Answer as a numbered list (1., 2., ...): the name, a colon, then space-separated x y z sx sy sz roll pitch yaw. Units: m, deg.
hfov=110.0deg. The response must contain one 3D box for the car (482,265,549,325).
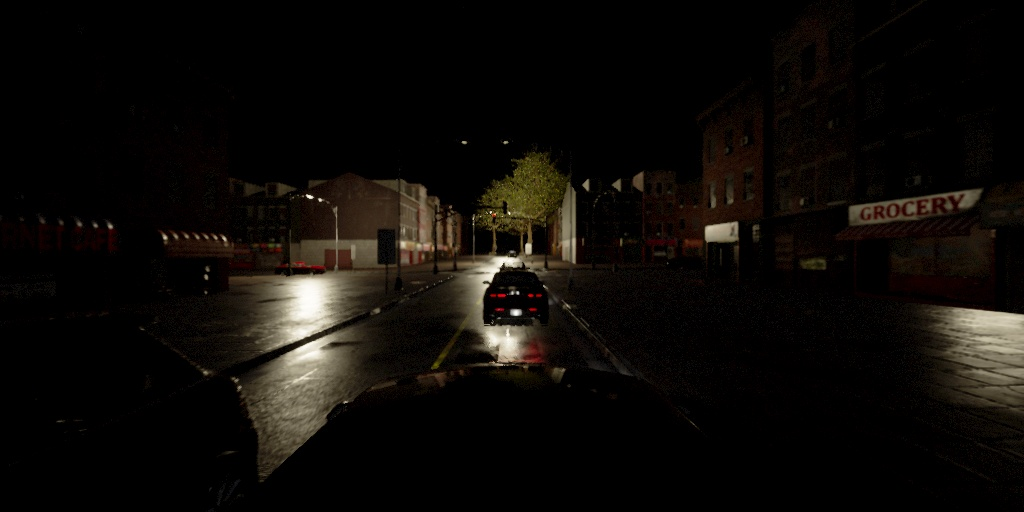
1. car: 0.095 1.205 11.615 1.837 1.490 4.892 0 0 0

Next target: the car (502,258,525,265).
1. car: 0.100 1.071 22.207 2.128 1.511 4.902 0 1 0

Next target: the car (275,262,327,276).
1. car: -20.365 1.253 34.712 4.507 1.381 1.888 0 0 0

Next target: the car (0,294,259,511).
1. car: -2.850 1.103 0.615 2.097 1.767 4.553 0 0 0

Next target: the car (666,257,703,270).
1. car: 17.216 0.715 34.844 4.313 1.339 1.948 0 0 0
